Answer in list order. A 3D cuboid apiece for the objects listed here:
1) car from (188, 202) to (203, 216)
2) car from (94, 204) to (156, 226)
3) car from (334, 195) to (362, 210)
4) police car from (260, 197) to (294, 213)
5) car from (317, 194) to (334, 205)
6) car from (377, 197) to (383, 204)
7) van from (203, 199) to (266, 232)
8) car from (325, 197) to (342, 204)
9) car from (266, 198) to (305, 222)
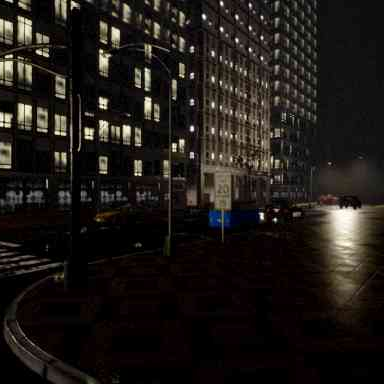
[{"bbox_3d":[1.382,1.604,31.653,1.802,1.307,4.206,0,0,38],"label":"car"},{"bbox_3d":[-4.723,1.540,23.928,1.752,1.417,4.829,0,0,38],"label":"car"},{"bbox_3d":[21.197,1.369,44.488,2.192,1.841,5.009,0,0,38],"label":"car"},{"bbox_3d":[9.997,1.459,38.644,1.930,1.638,5.238,0,0,38],"label":"police car"},{"bbox_3d":[25.129,1.381,62.523,2.192,1.841,5.009,0,0,38],"label":"car"},{"bbox_3d":[38.158,1.659,66.536,1.947,1.339,4.313,0,0,38],"label":"car"},{"bbox_3d":[2.668,1.368,20.217,1.690,1.788,3.998,0,0,38],"label":"van"},{"bbox_3d":[28.521,1.625,66.932,2.008,1.369,4.403,0,0,38],"label":"car"},{"bbox_3d":[7.628,1.473,26.848,1.967,1.590,4.097,0,0,38],"label":"car"}]
